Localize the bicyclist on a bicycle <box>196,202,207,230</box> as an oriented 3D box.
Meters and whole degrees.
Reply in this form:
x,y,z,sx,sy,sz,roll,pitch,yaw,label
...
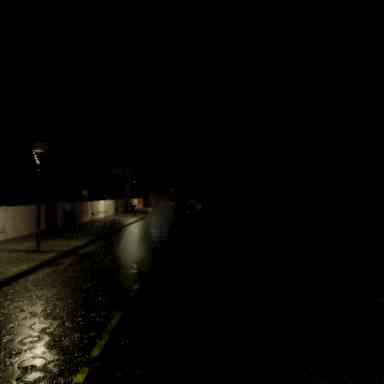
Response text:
x,y,z,sx,sy,sz,roll,pitch,yaw,label
0.750,1.662,22.003,0.582,1.620,1.656,0,-1,0,bicyclist on a bicycle

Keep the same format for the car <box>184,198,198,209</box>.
x,y,z,sx,sy,sz,roll,pitch,yaw,label
0.082,2.082,56.277,1.812,1.442,4.674,0,0,0,car

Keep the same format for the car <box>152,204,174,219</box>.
x,y,z,sx,sy,sz,roll,pitch,yaw,label
-2.855,1.885,33.294,1.994,1.385,4.181,0,-1,0,car

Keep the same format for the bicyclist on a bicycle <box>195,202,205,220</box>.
x,y,z,sx,sy,sz,roll,pitch,yaw,label
0.747,1.734,30.931,0.866,1.612,1.509,0,-1,0,bicyclist on a bicycle
